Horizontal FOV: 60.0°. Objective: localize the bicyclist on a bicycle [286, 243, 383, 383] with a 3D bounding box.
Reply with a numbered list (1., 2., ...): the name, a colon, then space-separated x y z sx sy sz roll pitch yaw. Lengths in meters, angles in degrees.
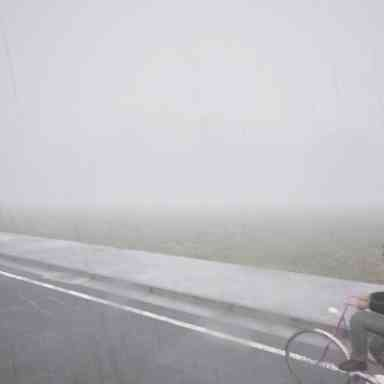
1. bicyclist on a bicycle: 1.827 1.371 3.355 1.843 1.776 0.659 0 0 35
